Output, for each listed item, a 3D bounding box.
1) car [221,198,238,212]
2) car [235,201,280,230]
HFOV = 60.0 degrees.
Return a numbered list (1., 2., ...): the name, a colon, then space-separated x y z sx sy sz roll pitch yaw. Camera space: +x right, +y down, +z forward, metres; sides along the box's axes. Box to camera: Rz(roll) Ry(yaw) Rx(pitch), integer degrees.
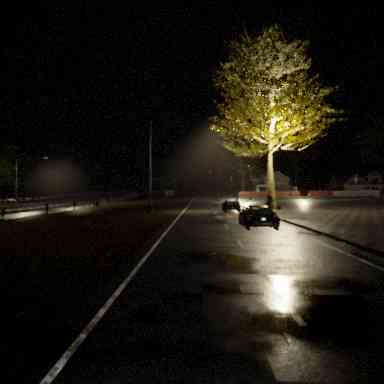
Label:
1. car: 4.406 1.447 37.919 2.128 1.511 4.902 0 0 1
2. car: 4.025 1.483 20.466 1.994 1.385 4.181 0 0 1
